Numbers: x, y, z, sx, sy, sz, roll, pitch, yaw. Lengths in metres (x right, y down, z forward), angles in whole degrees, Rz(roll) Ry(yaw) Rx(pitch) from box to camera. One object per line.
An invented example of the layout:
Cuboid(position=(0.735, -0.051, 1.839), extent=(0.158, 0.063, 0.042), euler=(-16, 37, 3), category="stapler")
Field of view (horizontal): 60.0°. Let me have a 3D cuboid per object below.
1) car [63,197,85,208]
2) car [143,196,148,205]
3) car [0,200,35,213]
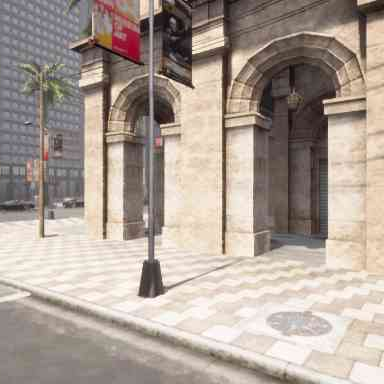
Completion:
Cuboid(position=(-16.562, 1.513, 48.769), extent=(2.161, 1.482, 4.786), euler=(0, 0, 35), category="car")
Cuboid(position=(-8.581, 1.504, 54.565), extent=(1.837, 1.490, 4.892), euler=(0, 0, 36), category="car")
Cuboid(position=(-20.576, 1.601, 37.877), extent=(1.895, 1.301, 4.718), euler=(0, 0, 36), category="car")
